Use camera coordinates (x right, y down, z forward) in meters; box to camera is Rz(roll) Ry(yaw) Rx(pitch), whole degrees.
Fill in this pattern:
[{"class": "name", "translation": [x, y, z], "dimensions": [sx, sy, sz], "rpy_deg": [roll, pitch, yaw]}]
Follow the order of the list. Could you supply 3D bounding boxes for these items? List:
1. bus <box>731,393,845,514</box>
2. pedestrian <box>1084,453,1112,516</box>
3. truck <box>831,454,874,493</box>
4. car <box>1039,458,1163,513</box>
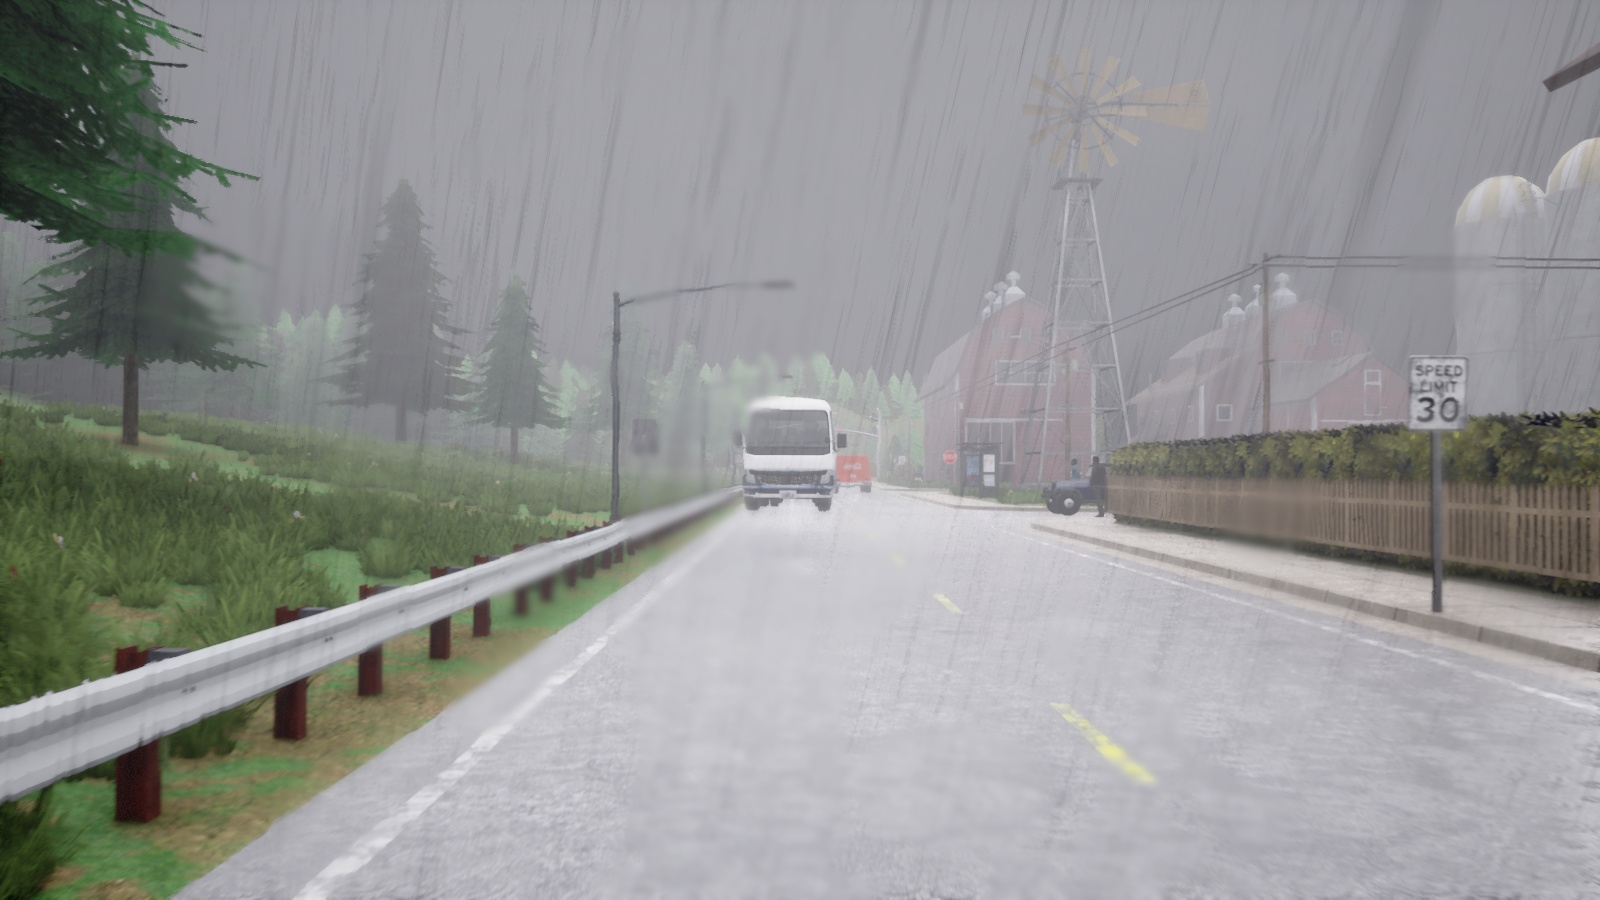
[{"class": "bus", "translation": [-0.230, 0.190, 49.422], "dimensions": [3.944, 4.253, 10.273], "rpy_deg": [0, -1, 2]}, {"class": "pedestrian", "translation": [8.855, 1.009, 37.265], "dimensions": [0.431, 1.840, 0.703], "rpy_deg": [0, -1, -29]}, {"class": "truck", "translation": [3.383, 1.561, 82.159], "dimensions": [2.627, 2.467, 5.204], "rpy_deg": [0, -1, 0]}, {"class": "car", "translation": [10.493, 1.237, 43.943], "dimensions": [3.866, 1.878, 1.905], "rpy_deg": [0, -1, -1]}]
